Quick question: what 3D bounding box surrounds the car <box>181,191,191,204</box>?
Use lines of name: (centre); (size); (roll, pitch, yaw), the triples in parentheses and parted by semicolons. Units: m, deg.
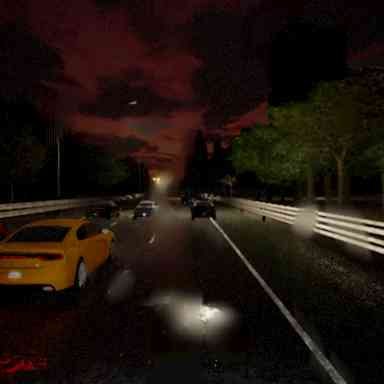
car: (-0.839, 1.161, 60.339); (2.097, 1.767, 4.553); (0, 0, -2)

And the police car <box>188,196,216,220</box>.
police car: (0.869, 1.354, 27.032); (1.930, 1.638, 5.238); (0, 0, -1)

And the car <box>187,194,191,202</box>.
car: (0.605, 1.355, 42.992); (1.882, 1.535, 5.008); (0, 0, -1)

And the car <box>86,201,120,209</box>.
car: (-7.087, 1.424, 26.775); (2.128, 1.511, 4.902); (0, 0, -1)

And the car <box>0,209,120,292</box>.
car: (-3.429, 1.455, 8.915); (1.882, 1.535, 5.008); (0, 0, 0)

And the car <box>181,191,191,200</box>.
car: (-1.395, 0.803, 77.765); (2.150, 2.045, 5.566); (0, 0, -2)

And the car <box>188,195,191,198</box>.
car: (0.718, 1.424, 36.966); (1.812, 1.442, 4.674); (0, 0, -1)

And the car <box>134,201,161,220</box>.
car: (-3.590, 1.456, 27.117); (1.812, 1.442, 4.674); (0, 0, -1)
